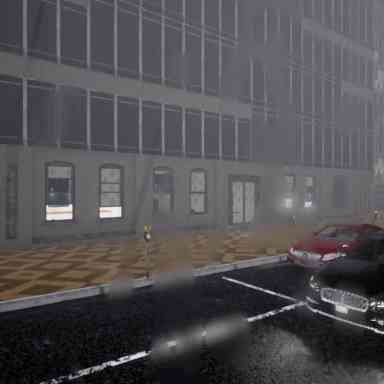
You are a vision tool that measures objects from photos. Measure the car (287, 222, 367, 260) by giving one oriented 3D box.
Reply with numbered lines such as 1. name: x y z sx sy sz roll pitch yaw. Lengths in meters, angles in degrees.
1. car: 4.639 1.582 9.892 4.206 1.307 1.802 0 0 -36

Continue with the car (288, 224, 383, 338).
1. car: 4.215 1.505 6.402 4.892 1.490 1.837 0 0 -36
